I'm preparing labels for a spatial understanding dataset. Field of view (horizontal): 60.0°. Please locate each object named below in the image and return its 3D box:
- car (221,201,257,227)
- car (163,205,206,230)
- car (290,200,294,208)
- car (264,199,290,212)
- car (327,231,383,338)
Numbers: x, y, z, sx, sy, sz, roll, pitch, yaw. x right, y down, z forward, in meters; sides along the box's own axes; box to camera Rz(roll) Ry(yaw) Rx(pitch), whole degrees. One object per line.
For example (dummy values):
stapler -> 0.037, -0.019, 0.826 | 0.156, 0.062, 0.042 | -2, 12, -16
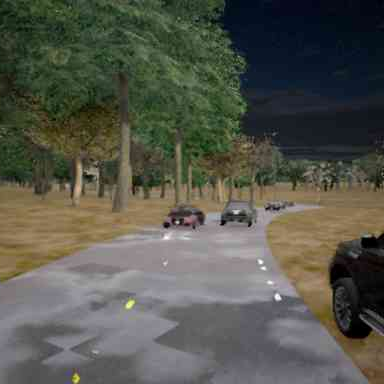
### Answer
car -> 3.441, 1.384, 23.672 | 2.097, 1.767, 4.553 | 1, 0, 16
car -> -0.401, 1.545, 20.981 | 1.994, 1.385, 4.181 | 1, 0, 13
car -> 16.278, 1.983, 57.681 | 2.033, 1.411, 5.357 | 2, -1, 32
car -> 10.599, 1.795, 41.938 | 1.895, 1.301, 4.718 | 1, 0, 27
car -> 3.330, 1.093, 3.442 | 2.150, 2.045, 5.566 | 0, 0, 3
